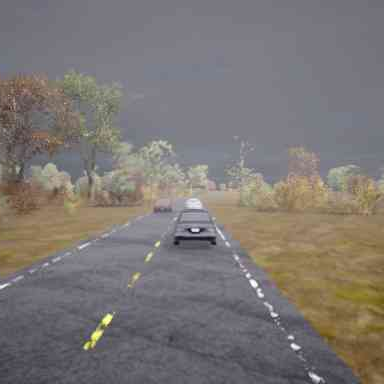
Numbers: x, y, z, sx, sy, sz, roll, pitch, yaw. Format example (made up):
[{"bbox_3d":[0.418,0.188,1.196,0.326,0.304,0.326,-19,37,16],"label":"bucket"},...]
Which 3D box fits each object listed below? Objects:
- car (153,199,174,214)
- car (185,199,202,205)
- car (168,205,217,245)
[{"bbox_3d":[-3.005,1.451,35.772,1.882,1.535,5.008,0,0,0],"label":"car"},{"bbox_3d":[0.197,1.500,39.094,1.812,1.442,4.674,0,0,0],"label":"car"},{"bbox_3d":[0.133,1.537,15.514,2.033,1.411,5.357,0,0,0],"label":"car"}]
